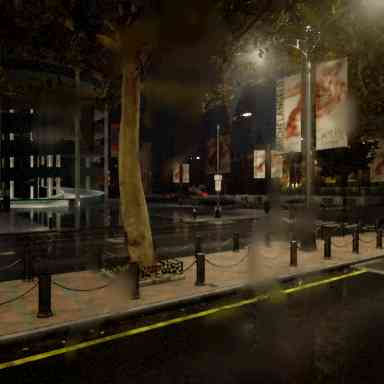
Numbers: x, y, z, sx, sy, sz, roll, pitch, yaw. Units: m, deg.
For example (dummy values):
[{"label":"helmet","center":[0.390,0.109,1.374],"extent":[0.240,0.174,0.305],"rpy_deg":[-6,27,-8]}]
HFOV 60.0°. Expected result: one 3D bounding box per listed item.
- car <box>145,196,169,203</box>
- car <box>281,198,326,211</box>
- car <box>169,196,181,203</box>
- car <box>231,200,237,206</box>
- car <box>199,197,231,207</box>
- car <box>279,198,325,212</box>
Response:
[{"label":"car","center":[-7.630,1.548,66.884],"extent":[5.357,1.411,2.033],"rpy_deg":[0,0,42]},{"label":"car","center":[14.369,1.548,43.118],"extent":[2.033,1.411,5.357],"rpy_deg":[0,0,-35]},{"label":"car","center":[-4.279,1.502,68.557],"extent":[2.128,1.511,4.902],"rpy_deg":[0,0,-44]},{"label":"car","center":[5.204,1.547,56.182],"extent":[2.033,1.411,5.357],"rpy_deg":[0,0,-35]},{"label":"car","center":[3.257,1.547,52.866],"extent":[2.033,1.411,5.357],"rpy_deg":[0,0,-35]},{"label":"car","center":[12.723,1.601,39.364],"extent":[1.895,1.301,4.718],"rpy_deg":[0,0,-35]}]
